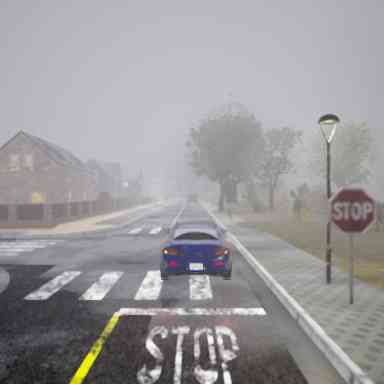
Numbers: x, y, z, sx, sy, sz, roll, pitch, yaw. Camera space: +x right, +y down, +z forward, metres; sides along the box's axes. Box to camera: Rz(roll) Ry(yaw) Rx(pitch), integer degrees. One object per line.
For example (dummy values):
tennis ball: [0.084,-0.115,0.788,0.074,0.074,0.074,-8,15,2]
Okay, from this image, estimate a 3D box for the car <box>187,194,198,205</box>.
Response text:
car: [0.069,1.493,67.721,2.150,2.045,5.566,0,0,0]

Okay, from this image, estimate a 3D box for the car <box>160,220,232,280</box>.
car: [0.100,1.550,9.927,1.812,1.442,4.674,0,0,0]
